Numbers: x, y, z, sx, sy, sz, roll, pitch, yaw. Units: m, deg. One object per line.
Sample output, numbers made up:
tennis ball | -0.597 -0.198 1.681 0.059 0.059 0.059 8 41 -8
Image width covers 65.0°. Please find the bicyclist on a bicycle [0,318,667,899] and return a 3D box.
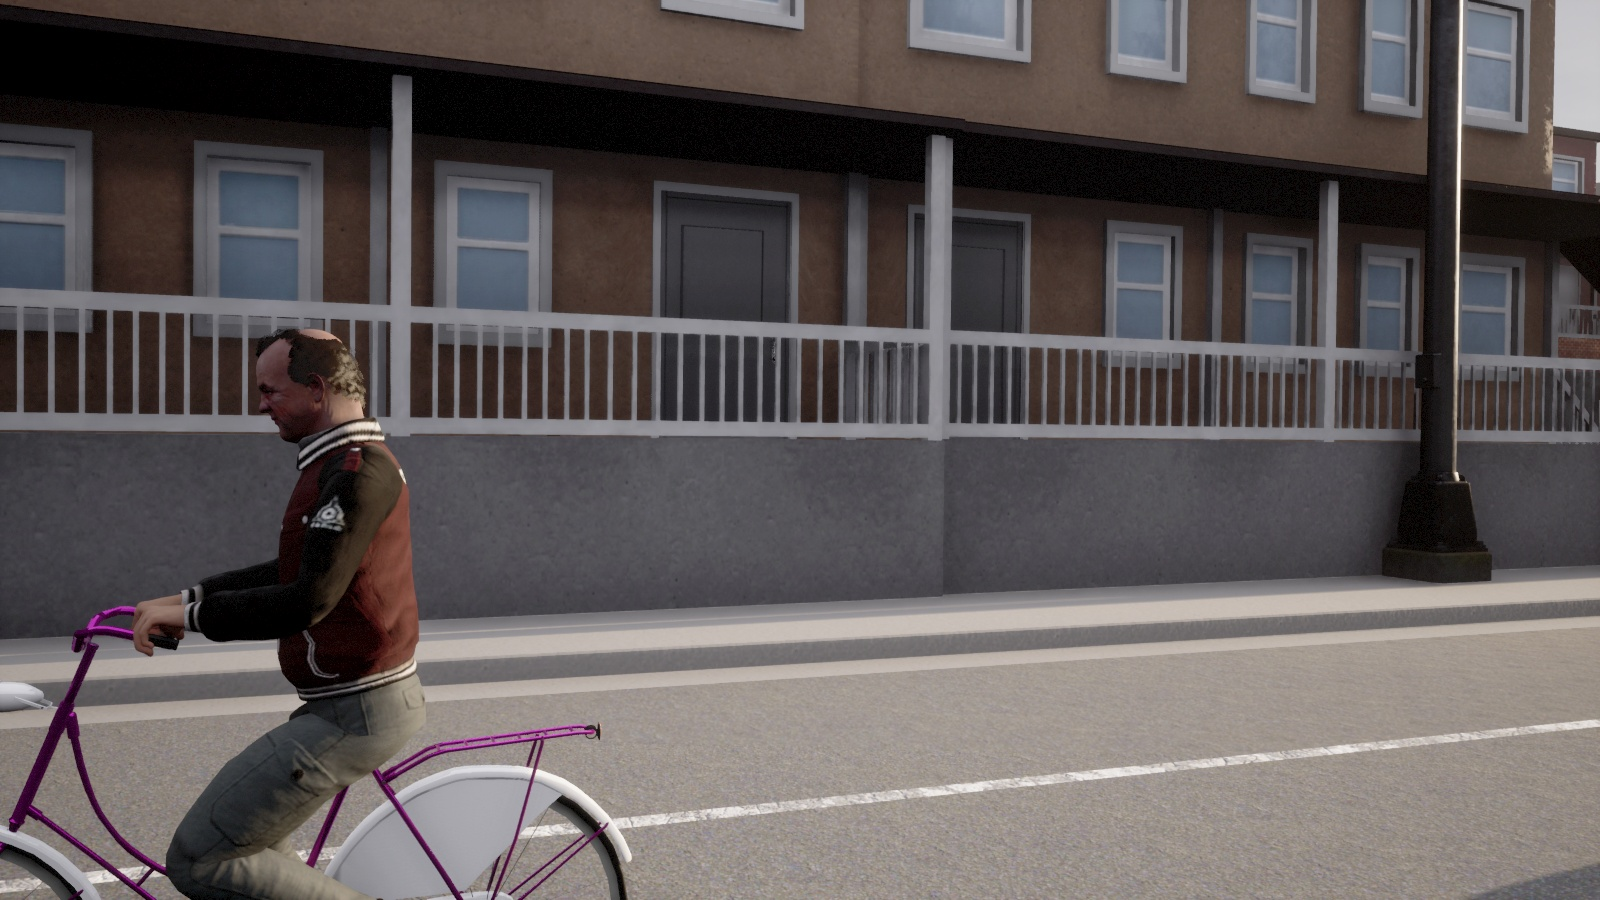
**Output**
bicyclist on a bicycle | -1.275 0.638 2.753 1.843 1.776 0.659 -1 1 -21
